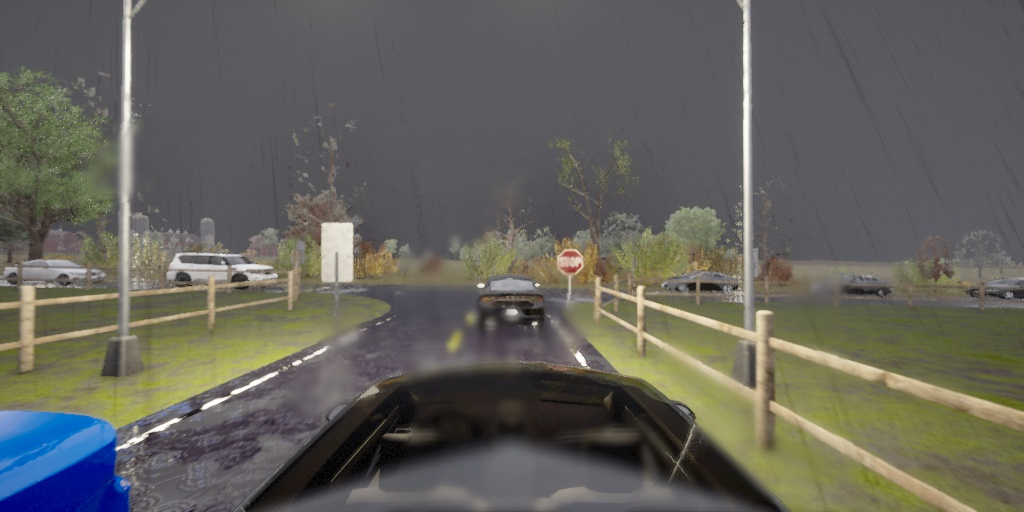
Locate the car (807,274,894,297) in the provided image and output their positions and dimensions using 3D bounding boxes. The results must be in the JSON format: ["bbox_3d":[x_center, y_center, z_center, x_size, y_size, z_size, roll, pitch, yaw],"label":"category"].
[{"bbox_3d":[22.855,1.988,24.301,4.902,1.511,2.128,1,0,0],"label":"car"}]

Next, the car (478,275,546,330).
[{"bbox_3d":[-0.077,1.336,11.644,1.882,1.535,5.008,0,-1,-3],"label":"car"}]

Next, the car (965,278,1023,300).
[{"bbox_3d":[33.923,2.237,24.277,4.892,1.490,1.837,1,0,0],"label":"car"}]

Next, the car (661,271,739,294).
[{"bbox_3d":[12.680,1.771,24.307,4.902,1.511,2.128,1,0,0],"label":"car"}]

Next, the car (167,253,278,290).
[{"bbox_3d":[-17.154,0.862,21.383,5.566,2.045,2.150,1,0,0],"label":"car"}]

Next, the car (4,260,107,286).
[{"bbox_3d":[-27.201,0.948,21.388,4.674,1.442,1.812,1,0,0],"label":"car"}]
